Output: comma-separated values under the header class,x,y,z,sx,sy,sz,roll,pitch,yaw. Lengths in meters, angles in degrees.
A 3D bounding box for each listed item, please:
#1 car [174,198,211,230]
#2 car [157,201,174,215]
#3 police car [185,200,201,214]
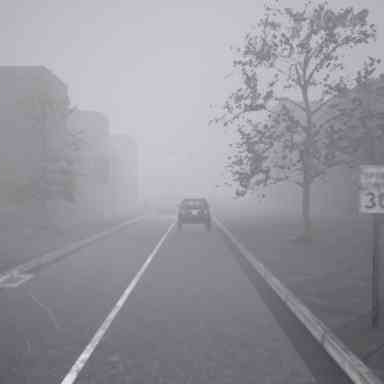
class,x,y,z,sx,sy,sz,roll,pitch,yaw
car,0.117,1.450,22.985,2.150,2.045,5.566,0,-1,-1
car,-3.064,1.874,39.330,1.882,1.535,5.008,0,0,0
police car,0.128,1.831,41.820,1.930,1.638,5.238,0,0,0
